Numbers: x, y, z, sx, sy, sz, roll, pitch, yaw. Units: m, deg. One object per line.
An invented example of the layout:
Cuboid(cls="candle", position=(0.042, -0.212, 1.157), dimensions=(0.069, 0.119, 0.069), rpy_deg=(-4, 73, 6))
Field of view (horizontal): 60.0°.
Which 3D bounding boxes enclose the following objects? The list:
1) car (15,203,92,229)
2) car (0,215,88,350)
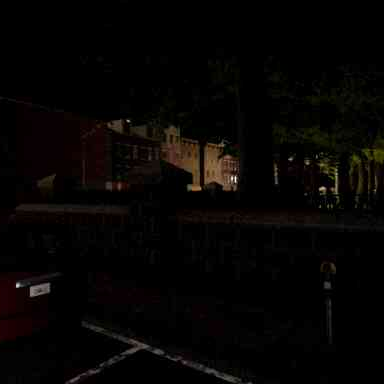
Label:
Cuboid(cls="car", position=(-9.395, 1.583, 22.935), dimensions=(1.812, 1.442, 4.674), rpy_deg=(-1, -1, 35))
Cuboid(cls="car", position=(-3.860, 1.318, 5.588), dimensions=(5.009, 1.841, 2.192), rpy_deg=(0, -1, 36))
